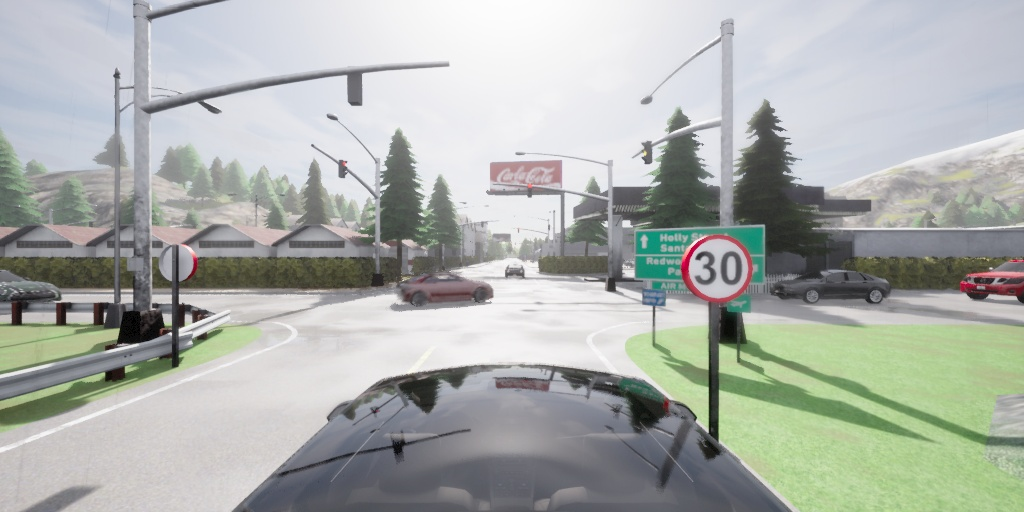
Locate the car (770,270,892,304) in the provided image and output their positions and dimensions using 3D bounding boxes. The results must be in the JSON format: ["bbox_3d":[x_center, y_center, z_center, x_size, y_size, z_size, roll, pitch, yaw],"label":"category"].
[{"bbox_3d":[15.201,1.446,17.248,4.892,1.490,1.837,0,0,1],"label":"car"}]

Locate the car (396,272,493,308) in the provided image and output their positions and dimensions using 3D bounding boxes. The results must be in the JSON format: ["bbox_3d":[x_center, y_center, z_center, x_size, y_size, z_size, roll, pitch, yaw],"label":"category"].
[{"bbox_3d":[-2.941,1.392,15.879,4.181,1.385,1.994,0,0,-28],"label":"car"}]

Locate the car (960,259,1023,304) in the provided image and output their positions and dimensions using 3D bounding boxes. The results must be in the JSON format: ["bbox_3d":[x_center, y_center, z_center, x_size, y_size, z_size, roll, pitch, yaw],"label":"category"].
[{"bbox_3d":[25.171,1.163,17.117,5.566,2.045,2.150,0,0,0],"label":"car"}]

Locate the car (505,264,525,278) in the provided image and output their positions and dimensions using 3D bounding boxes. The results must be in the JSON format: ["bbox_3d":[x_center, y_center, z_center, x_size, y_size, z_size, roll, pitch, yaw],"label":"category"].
[{"bbox_3d":[0.324,1.447,35.290,1.895,1.301,4.718,1,0,1],"label":"car"}]

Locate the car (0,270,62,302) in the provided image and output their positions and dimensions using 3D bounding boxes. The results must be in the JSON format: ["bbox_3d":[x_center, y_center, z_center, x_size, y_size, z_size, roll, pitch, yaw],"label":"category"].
[{"bbox_3d":[-20.802,1.293,14.030,4.553,1.767,2.097,0,0,1],"label":"car"}]
